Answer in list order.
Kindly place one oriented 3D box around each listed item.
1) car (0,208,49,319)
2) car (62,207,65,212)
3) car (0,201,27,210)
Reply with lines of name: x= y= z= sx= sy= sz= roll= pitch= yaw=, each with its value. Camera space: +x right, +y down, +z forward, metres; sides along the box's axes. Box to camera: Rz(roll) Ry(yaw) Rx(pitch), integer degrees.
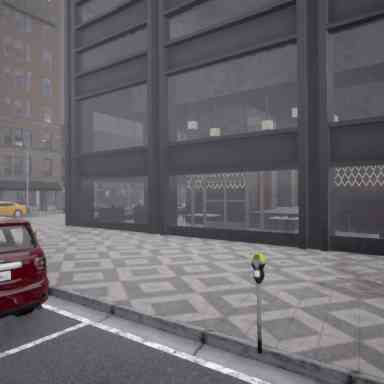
car: x=-4.718 y=1.317 z=6.230 sx=5.009 sy=1.841 sz=2.192 roll=0 pitch=-1 yaw=36
car: x=-12.436 y=1.794 z=39.139 sx=2.033 sy=1.411 sz=5.357 roll=-1 pitch=-1 yaw=35
car: x=-18.209 y=1.641 z=31.156 sx=1.882 sy=1.535 sz=5.008 roll=-1 pitch=-1 yaw=36
